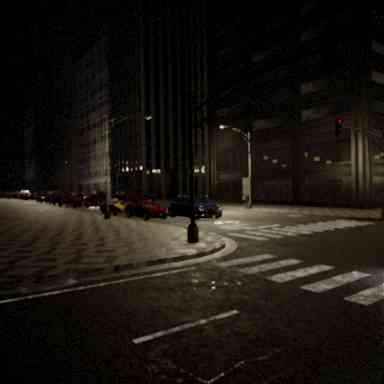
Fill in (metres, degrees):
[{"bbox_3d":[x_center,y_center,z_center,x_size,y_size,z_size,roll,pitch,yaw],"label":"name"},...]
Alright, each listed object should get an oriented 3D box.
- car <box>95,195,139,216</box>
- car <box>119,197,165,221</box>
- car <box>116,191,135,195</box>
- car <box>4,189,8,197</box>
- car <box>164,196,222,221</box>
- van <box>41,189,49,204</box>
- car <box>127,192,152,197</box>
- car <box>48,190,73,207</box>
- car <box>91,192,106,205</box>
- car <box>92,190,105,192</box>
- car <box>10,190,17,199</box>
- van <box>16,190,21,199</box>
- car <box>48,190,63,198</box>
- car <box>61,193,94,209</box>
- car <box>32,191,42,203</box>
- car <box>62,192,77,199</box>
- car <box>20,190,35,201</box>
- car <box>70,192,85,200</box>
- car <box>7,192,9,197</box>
[{"bbox_3d":[-6.688,1.252,29.494,1.752,1.417,4.829,-1,1,-36],"label":"car"},{"bbox_3d":[-3.490,1.315,25.075,1.887,1.381,4.507,-1,1,-36],"label":"car"},{"bbox_3d":[-9.773,0.725,48.294,2.192,1.841,5.009,-1,1,-36],"label":"car"},{"bbox_3d":[-43.058,0.683,79.756,1.887,1.381,4.507,-1,1,-36],"label":"car"},{"bbox_3d":[0.192,1.086,24.671,2.097,1.767,4.553,-1,1,-36],"label":"car"},{"bbox_3d":[-19.978,0.871,47.857,1.690,1.788,3.998,-1,1,-36],"label":"van"},{"bbox_3d":[-6.475,1.025,43.740,1.947,1.339,4.313,-1,1,-36],"label":"car"},{"bbox_3d":[-16.680,0.896,43.300,2.192,1.841,5.009,-1,1,-36],"label":"car"},{"bbox_3d":[-12.546,1.118,42.309,1.994,1.385,4.181,-1,1,-36],"label":"car"},{"bbox_3d":[-16.367,0.621,57.407,2.192,1.841,5.009,-1,1,-36],"label":"car"},{"bbox_3d":[-36.464,0.568,70.640,2.192,1.841,5.009,-1,1,-36],"label":"car"},{"bbox_3d":[-33.166,0.651,66.084,1.690,1.788,3.998,-1,1,-36],"label":"van"},{"bbox_3d":[-32.852,0.340,80.189,2.192,1.841,5.009,-1,1,-36],"label":"car"},{"bbox_3d":[-13.382,1.176,38.746,1.887,1.381,4.507,-1,1,-36],"label":"car"},{"bbox_3d":[-23.274,1.028,52.417,2.008,1.369,4.403,-1,1,-36],"label":"car"},{"bbox_3d":[-26.258,0.683,71.080,1.887,1.381,4.507,-1,1,-36],"label":"car"},{"bbox_3d":[-29.869,0.807,61.529,1.967,1.590,4.097,-1,1,-36],"label":"car"},{"bbox_3d":[-22.960,0.777,66.524,1.802,1.307,4.206,-1,1,-36],"label":"car"},{"bbox_3d":[-39.761,0.747,75.200,2.008,1.369,4.403,-1,1,-36],"label":"car"}]
